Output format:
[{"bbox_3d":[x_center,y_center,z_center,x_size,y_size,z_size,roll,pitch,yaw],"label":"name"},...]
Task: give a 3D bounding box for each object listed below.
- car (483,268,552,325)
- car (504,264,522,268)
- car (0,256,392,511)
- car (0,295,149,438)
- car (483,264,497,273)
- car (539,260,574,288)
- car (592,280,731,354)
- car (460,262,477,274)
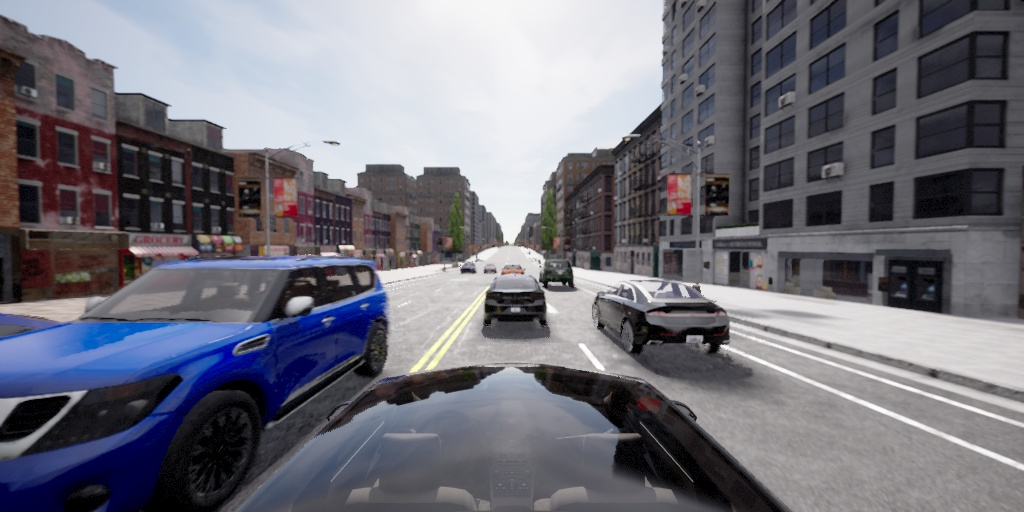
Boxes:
[{"bbox_3d":[0.098,1.364,12.428,1.882,1.535,5.008,0,-1,0],"label":"car"},{"bbox_3d":[0.091,1.467,30.914,2.097,1.767,4.553,0,-1,0],"label":"car"},{"bbox_3d":[-3.361,1.008,4.649,2.150,2.045,5.566,0,-1,0],"label":"car"},{"bbox_3d":[-6.598,1.294,3.274,1.812,1.442,4.674,0,-1,0],"label":"car"},{"bbox_3d":[-3.285,1.906,54.268,1.812,1.442,4.674,0,-1,1],"label":"car"},{"bbox_3d":[3.343,1.300,27.569,2.150,2.045,5.566,0,0,0],"label":"car"},{"bbox_3d":[3.348,1.335,8.995,2.128,1.511,4.902,0,-1,0],"label":"car"},{"bbox_3d":[-6.536,1.728,54.007,2.097,1.767,4.553,0,-1,0],"label":"car"}]
